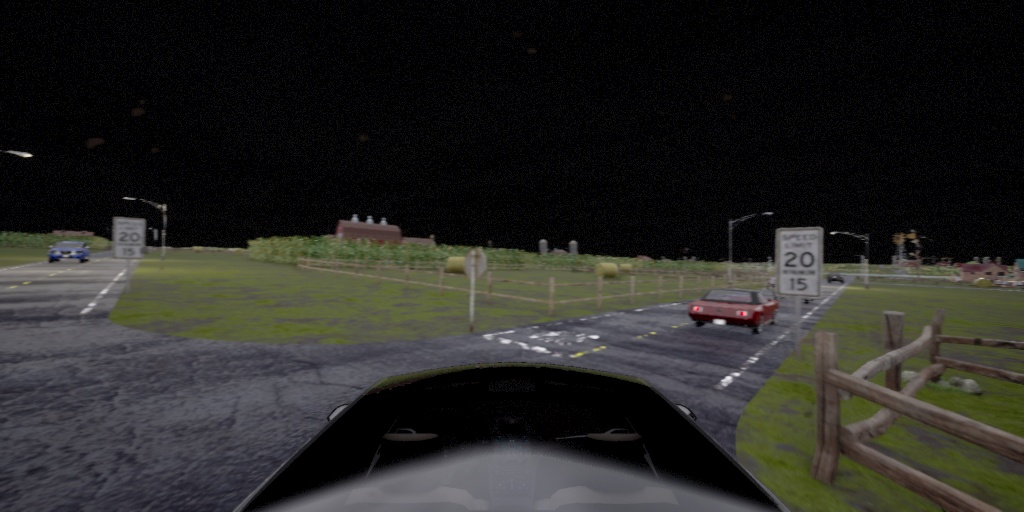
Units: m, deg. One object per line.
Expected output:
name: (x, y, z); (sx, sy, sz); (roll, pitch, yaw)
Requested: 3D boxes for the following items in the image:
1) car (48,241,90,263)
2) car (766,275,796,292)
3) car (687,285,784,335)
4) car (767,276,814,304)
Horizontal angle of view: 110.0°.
car: (-42.796, -0.404, 34.770); (5.566, 2.045, 2.150); (2, 0, 45)
car: (28.202, 2.800, 37.555); (1.882, 1.535, 5.008); (1, -2, 44)
car: (7.888, 1.800, 12.547); (1.895, 1.301, 4.718); (1, -2, 44)
car: (18.675, 2.242, 23.720); (2.128, 1.511, 4.902); (1, -2, 44)
